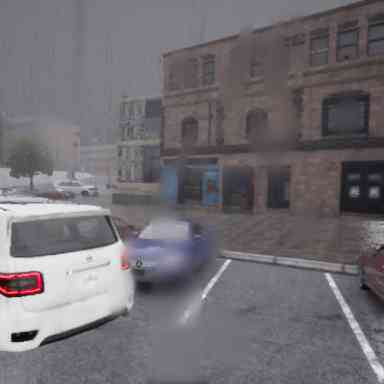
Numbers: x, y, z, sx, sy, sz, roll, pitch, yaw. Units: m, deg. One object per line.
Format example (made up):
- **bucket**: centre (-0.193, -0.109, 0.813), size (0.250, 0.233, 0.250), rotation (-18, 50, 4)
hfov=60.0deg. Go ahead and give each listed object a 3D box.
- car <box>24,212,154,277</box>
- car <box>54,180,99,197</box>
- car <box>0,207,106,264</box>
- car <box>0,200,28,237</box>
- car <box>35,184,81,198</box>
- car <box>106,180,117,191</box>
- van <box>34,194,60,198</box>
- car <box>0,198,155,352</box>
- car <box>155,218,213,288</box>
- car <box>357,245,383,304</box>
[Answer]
- **car**: centre (-3.071, 1.505, 11.182), size (2.002, 1.452, 4.674), rotation (0, -1, 14)
- **car**: centre (-14.508, -0.414, 41.329), size (5.566, 2.045, 2.435), rotation (1, 6, 8)
- **car**: centre (-5.559, 1.462, 12.890), size (2.231, 1.521, 4.892), rotation (1, -1, 14)
- **car**: centre (-10.578, 1.326, 16.270), size (2.185, 1.767, 4.553), rotation (1, 0, 13)
- **car**: centre (-15.938, 0.163, 38.701), size (4.674, 1.452, 2.002), rotation (1, 6, 8)
- **car**: centre (-10.307, -1.025, 49.329), size (4.892, 1.521, 2.231), rotation (1, 6, 8)
- **van**: centre (-8.093, 1.229, 14.458), size (1.878, 1.987, 4.442), rotation (1, -1, 13)
- **car**: centre (-3.515, 1.208, 5.798), size (5.566, 2.045, 2.150), rotation (-1, 0, 35)
- **car**: centre (-0.577, 1.510, 9.472), size (2.002, 1.452, 4.674), rotation (1, -1, 15)
- **car**: centre (4.360, 1.519, 5.997), size (2.002, 1.452, 4.674), rotation (0, -1, 15)
